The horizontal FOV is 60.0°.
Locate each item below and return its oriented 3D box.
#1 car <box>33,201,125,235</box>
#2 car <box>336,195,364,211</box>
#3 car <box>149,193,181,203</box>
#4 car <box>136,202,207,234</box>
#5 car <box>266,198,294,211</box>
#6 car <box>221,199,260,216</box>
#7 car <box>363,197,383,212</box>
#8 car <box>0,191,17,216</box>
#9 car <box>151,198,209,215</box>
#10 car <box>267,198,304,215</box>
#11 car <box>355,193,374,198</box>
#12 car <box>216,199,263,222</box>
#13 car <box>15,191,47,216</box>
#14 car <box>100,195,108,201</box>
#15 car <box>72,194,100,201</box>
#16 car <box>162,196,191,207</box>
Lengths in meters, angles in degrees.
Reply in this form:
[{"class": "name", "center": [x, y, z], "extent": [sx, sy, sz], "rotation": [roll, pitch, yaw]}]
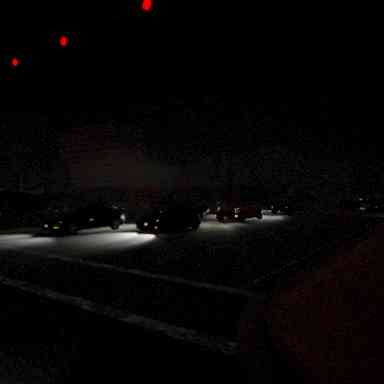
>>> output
[{"class": "car", "center": [-6.003, 1.475, 18.869], "extent": [1.837, 1.490, 4.892], "rotation": [0, 0, 36]}, {"class": "car", "center": [18.912, 1.472, 40.290], "extent": [2.128, 1.511, 4.902], "rotation": [0, 0, 37]}, {"class": "car", "center": [-4.023, 1.098, 46.238], "extent": [3.866, 1.878, 1.905], "rotation": [0, 0, 35]}, {"class": "car", "center": [-1.294, 1.540, 19.395], "extent": [1.994, 1.385, 4.181], "rotation": [0, 0, 36]}, {"class": "car", "center": [11.143, 1.494, 41.861], "extent": [1.812, 1.442, 4.674], "rotation": [0, 0, 37]}, {"class": "car", "center": [5.041, 1.473, 33.757], "extent": [1.837, 1.490, 4.892], "rotation": [0, 0, 37]}, {"class": "car", "center": [20.765, 1.551, 36.927], "extent": [1.994, 1.385, 4.181], "rotation": [0, 0, 37]}, {"class": "car", "center": [-17.058, 1.098, 27.876], "extent": [4.605, 1.855, 1.932], "rotation": [0, 0, 35]}, {"class": "car", "center": [-0.558, 1.461, 26.273], "extent": [2.128, 1.511, 4.902], "rotation": [0, 0, 37]}, {"class": "car", "center": [9.834, 1.575, 34.311], "extent": [1.895, 1.301, 4.718], "rotation": [0, 0, 37]}, {"class": "car", "center": [25.144, 1.201, 48.607], "extent": [2.150, 2.045, 5.566], "rotation": [0, 0, 37]}, {"class": "car", "center": [3.776, 1.327, 26.225], "extent": [2.097, 1.767, 4.553], "rotation": [0, 0, 37]}, {"class": "car", "center": [-15.340, 1.100, 30.206], "extent": [3.866, 1.878, 1.905], "rotation": [0, 0, 35]}, {"class": "car", "center": [-16.602, 1.274, 58.678], "extent": [3.905, 1.438, 1.784], "rotation": [0, 0, 35]}, {"class": "car", "center": [-18.329, 1.063, 56.352], "extent": [4.605, 1.855, 1.932], "rotation": [0, 0, 35]}, {"class": "car", "center": [-2.340, 1.337, 48.594], "extent": [3.806, 1.475, 1.970], "rotation": [0, 0, 35]}]
